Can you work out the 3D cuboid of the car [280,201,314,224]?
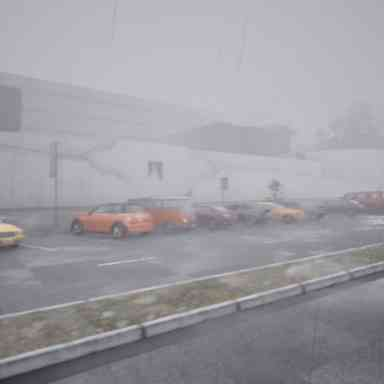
[{"bbox_3d":[5.652,1.415,24.106,5.366,1.575,1.946,-1,-1,35],"label":"car"}]

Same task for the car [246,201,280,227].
[{"bbox_3d":[3.036,1.476,22.488,4.792,1.488,2.163,-1,0,35],"label":"car"}]

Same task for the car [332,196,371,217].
[{"bbox_3d":[12.791,1.362,29.396,4.674,1.452,2.002,-1,0,35],"label":"car"}]

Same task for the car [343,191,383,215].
[{"bbox_3d":[15.189,1.032,31.144,5.566,2.045,2.435,-1,0,35],"label":"car"}]

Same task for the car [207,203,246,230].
[{"bbox_3d":[0.634,1.502,20.738,4.674,1.452,2.002,-1,0,35],"label":"car"}]

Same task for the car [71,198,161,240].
[{"bbox_3d":[-4.209,1.360,17.263,4.553,1.767,2.185,-1,0,35],"label":"car"}]

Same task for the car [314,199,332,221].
[{"bbox_3d":[7.953,1.422,25.922,4.792,1.488,2.163,-1,-1,35],"label":"car"}]

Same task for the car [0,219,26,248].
[{"bbox_3d":[-8.938,1.487,13.717,5.366,1.575,1.946,-1,-1,35],"label":"car"}]

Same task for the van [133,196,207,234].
[{"bbox_3d":[-1.698,1.250,18.956,4.442,1.987,1.878,-1,-1,35],"label":"van"}]
